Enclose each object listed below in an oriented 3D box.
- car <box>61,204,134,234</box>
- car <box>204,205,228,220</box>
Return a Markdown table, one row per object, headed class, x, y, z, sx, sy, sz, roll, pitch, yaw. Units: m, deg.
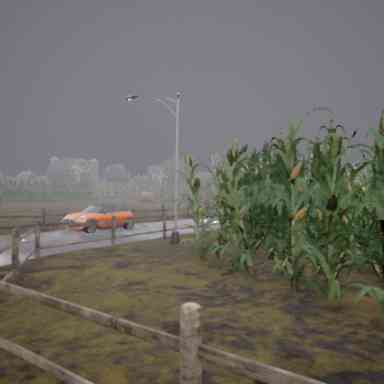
| class | x | y | z | sx | sy | sz | roll | pitch | yaw |
| --- | --- | --- | --- | --- | --- | --- | --- | --- | --- |
| car | -5.785 | 1.544 | 20.799 | 2.097 | 1.767 | 4.553 | 1 | 0 | 35 |
| car | 2.636 | 1.953 | 32.870 | 1.994 | 1.385 | 4.181 | 1 | 0 | 35 |
